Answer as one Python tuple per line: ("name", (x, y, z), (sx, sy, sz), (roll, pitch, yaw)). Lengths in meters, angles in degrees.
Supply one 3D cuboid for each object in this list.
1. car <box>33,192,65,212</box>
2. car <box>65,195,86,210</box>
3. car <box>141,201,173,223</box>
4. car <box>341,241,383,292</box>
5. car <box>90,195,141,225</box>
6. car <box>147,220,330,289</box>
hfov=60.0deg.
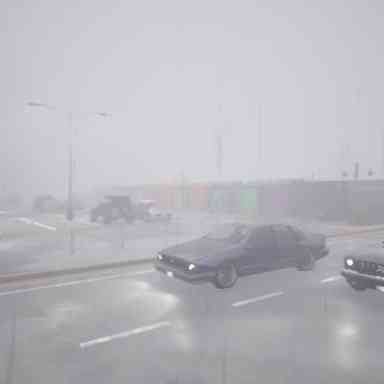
("car", (-15.943, 1.156, 36.523), (1.932, 1.855, 4.605), (0, 0, -37))
("car", (-13.590, 1.368, 38.214), (1.784, 1.438, 3.905), (0, 0, -37))
("car", (-3.071, 1.401, 24.269), (1.970, 1.475, 3.806), (0, 0, -37))
("car", (5.574, 1.606, 7.848), (4.718, 1.301, 1.895), (0, 0, -35))
("car", (-5.391, 1.160, 22.536), (1.905, 1.878, 3.866), (0, 0, -37))
("car", (1.662, 1.551, 9.368), (5.357, 1.411, 2.033), (0, 0, -35))
